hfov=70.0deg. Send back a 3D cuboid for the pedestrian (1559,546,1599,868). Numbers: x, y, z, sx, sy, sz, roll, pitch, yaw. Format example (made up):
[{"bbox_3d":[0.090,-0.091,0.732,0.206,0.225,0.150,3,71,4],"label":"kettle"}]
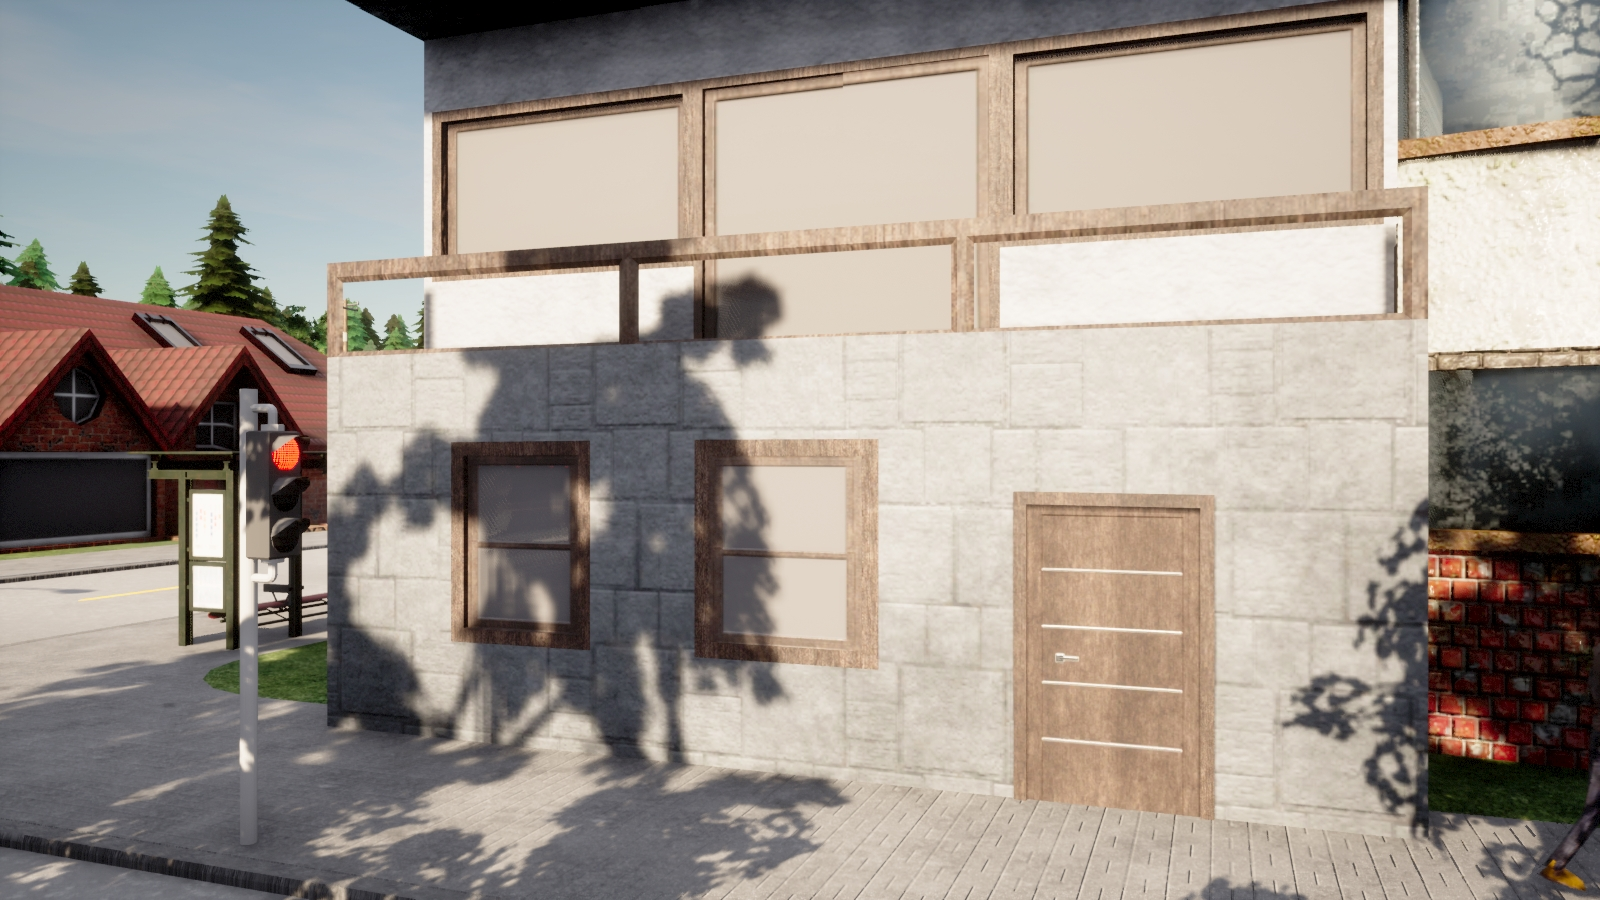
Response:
[{"bbox_3d":[4.876,1.524,6.884,0.375,1.860,0.375,0,0,7],"label":"pedestrian"}]

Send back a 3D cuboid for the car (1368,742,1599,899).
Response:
[{"bbox_3d":[3.429,1.806,2.544,3.705,1.549,1.789,0,0,20],"label":"car"}]
